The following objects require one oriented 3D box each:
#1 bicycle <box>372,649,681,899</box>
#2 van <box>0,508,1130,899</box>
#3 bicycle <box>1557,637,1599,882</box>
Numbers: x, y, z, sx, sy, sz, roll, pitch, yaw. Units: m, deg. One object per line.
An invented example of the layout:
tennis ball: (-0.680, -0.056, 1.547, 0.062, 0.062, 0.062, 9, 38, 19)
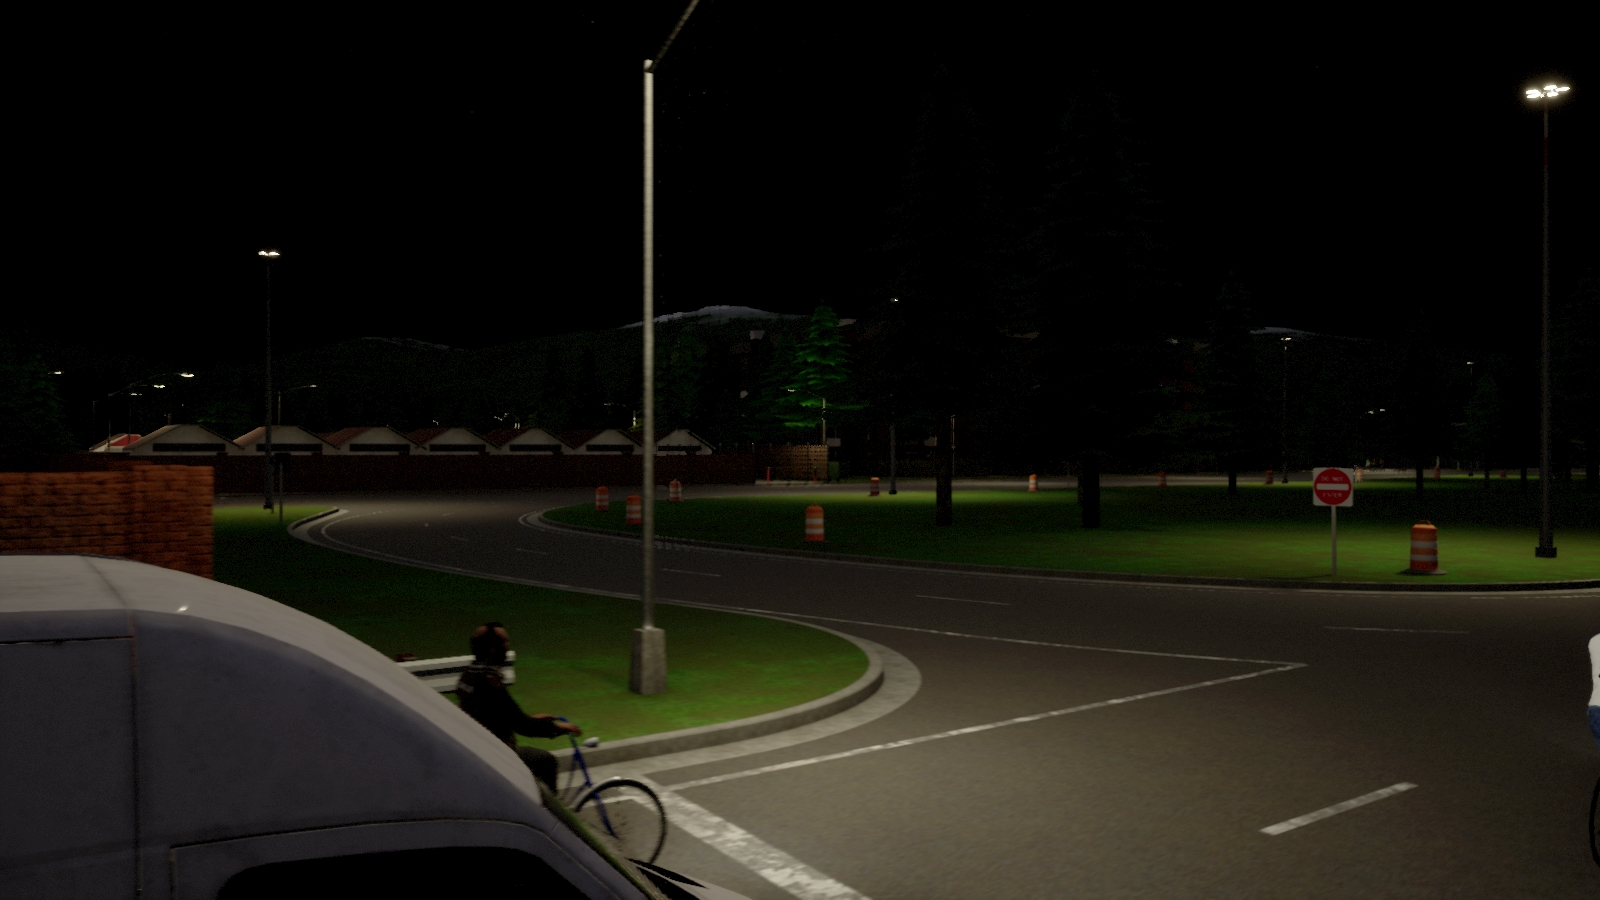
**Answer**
bicycle: (-1.608, 2.061, 6.945, 1.835, 1.471, 0.329, 0, 0, -35)
van: (-2.049, 1.535, 2.334, 5.915, 2.561, 1.988, 0, 0, -35)
bicycle: (5.825, 2.058, 7.937, 1.643, 1.496, 0.373, 0, 0, -35)
